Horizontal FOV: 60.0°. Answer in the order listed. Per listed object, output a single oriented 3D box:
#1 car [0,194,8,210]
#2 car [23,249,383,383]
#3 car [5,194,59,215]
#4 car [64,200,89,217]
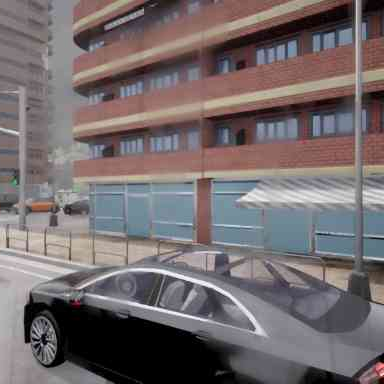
[{"bbox_3d":[-20.174,1.221,35.029,2.150,2.045,5.566,0,0,35],"label":"car"},{"bbox_3d":[-0.172,1.491,4.112,4.902,1.511,2.128,0,0,35],"label":"car"},{"bbox_3d":[-16.249,1.352,34.471,2.097,1.767,4.553,0,0,36],"label":"car"},{"bbox_3d":[-9.572,1.477,31.453,1.882,1.535,5.008,0,0,36],"label":"car"}]
